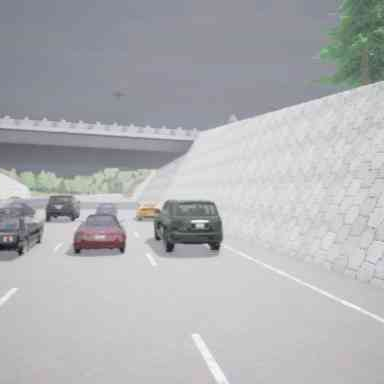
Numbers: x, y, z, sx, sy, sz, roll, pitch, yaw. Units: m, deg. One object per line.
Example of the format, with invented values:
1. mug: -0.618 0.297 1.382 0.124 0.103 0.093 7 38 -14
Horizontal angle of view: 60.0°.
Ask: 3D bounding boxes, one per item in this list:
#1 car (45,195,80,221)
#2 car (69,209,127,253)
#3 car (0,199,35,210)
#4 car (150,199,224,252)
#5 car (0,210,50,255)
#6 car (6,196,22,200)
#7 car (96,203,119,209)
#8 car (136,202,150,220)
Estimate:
1. car: -10.618 1.285 27.580 2.150 2.045 5.566 1 0 -13
2. car: -3.812 1.621 14.077 1.994 1.385 4.181 1 0 -13
3. car: -14.018 1.565 26.731 2.033 1.411 5.357 1 0 -13
4. car: -0.334 1.322 14.584 2.150 2.045 5.566 1 0 -13
5. car: -7.171 1.605 13.062 1.895 1.301 4.718 1 0 -13
6. car: -33.210 1.505 62.057 1.882 1.535 5.008 1 0 -13
7. car: -7.209 1.666 28.350 2.033 1.411 5.357 1 0 -13
8. car: -3.913 1.649 29.642 1.882 1.535 5.008 1 0 -13
